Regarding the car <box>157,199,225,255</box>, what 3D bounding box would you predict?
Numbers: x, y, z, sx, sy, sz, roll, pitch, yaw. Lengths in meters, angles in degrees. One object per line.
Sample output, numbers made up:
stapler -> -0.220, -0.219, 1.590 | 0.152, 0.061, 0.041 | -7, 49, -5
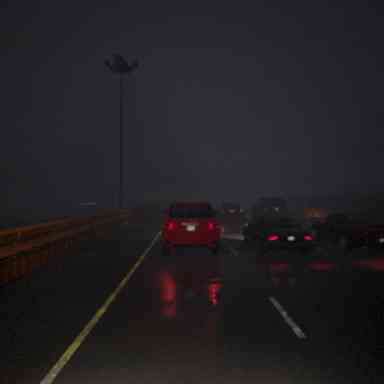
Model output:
car -> -0.072, 1.356, 14.077 | 2.150, 2.045, 5.566 | 0, 0, -1

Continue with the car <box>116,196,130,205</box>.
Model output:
car -> -15.623, 1.981, 77.091 | 2.150, 2.045, 5.566 | 0, -1, 14

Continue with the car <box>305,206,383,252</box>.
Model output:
car -> 6.925, 1.623, 14.622 | 1.882, 1.535, 5.008 | 0, 0, -1

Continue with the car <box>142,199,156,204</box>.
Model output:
car -> -8.953, 2.323, 74.925 | 1.895, 1.301, 4.718 | 0, -1, 14

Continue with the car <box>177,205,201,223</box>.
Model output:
car -> -0.267, 1.888, 29.161 | 1.895, 1.301, 4.718 | 0, -1, -1

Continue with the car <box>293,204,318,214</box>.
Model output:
car -> 10.234, 1.771, 29.671 | 1.882, 1.535, 5.008 | 0, 0, 0

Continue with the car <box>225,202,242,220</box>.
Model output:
car -> 3.235, 1.638, 29.184 | 2.097, 1.767, 4.553 | 0, -1, -1

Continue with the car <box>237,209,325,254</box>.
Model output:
car -> 3.428, 1.687, 14.092 | 2.033, 1.411, 5.357 | 0, -1, -1

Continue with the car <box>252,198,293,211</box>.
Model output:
car -> 6.733, 1.505, 29.177 | 2.150, 2.045, 5.566 | 0, 0, -1

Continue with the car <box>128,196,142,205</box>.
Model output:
car -> -12.277, 2.286, 76.034 | 1.994, 1.385, 4.181 | 0, -1, 14
